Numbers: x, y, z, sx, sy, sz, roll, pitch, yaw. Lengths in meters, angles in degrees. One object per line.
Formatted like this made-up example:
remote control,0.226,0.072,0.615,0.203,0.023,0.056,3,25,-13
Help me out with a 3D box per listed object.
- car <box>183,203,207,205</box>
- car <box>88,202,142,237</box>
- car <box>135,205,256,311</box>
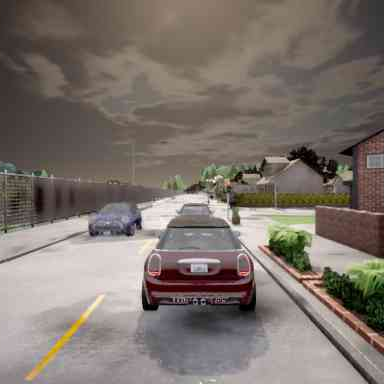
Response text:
car,0.171,1.352,17.631,2.097,1.767,4.553,0,0,0
car,-3.985,1.351,17.991,2.097,1.767,4.553,0,0,1
car,0.129,1.352,7.934,2.097,1.767,4.553,0,0,0
